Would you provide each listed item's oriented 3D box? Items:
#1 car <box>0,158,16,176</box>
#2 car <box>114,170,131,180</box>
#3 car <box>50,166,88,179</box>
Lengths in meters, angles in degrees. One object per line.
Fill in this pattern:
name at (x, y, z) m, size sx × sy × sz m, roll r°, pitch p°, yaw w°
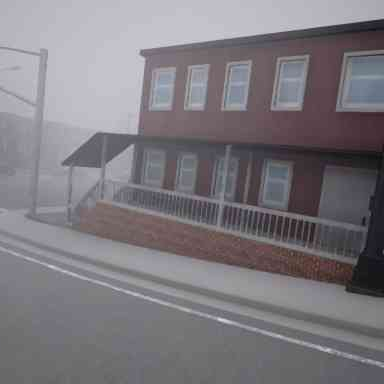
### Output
car at (-20.254, -2.657, 33.262) m, size 2.097 × 1.767 × 4.553 m, roll 10°, pitch 6°, yaw 36°
car at (-9.185, -2.473, 48.574) m, size 1.812 × 1.442 × 4.674 m, roll 10°, pitch 6°, yaw 35°
car at (-14.956, -2.478, 40.601) m, size 1.812 × 1.442 × 4.674 m, roll 10°, pitch 6°, yaw 36°
